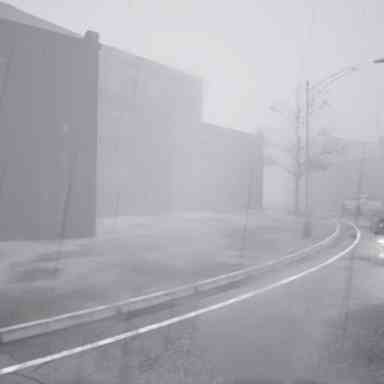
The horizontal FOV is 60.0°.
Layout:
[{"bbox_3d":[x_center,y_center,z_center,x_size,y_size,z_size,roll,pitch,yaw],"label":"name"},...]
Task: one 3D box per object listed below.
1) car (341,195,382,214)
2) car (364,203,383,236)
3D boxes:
[{"bbox_3d":[18.488,1.323,36.459,2.150,2.045,5.566,1,0,0],"label":"car"},{"bbox_3d":[11.143,1.604,18.719,2.033,1.411,5.357,0,0,24],"label":"car"}]
